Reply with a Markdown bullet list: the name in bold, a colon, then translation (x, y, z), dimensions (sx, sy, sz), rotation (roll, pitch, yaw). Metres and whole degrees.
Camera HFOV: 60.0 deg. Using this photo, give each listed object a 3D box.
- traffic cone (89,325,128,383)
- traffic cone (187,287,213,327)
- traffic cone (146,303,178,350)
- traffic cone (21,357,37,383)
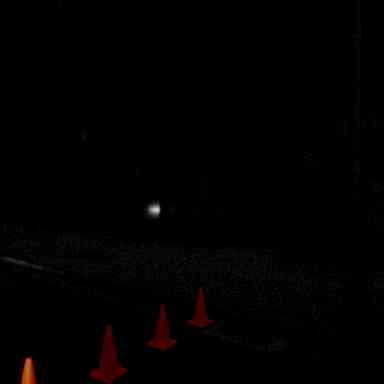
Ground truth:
- **traffic cone**: translation (-1.027, 1.935, 4.096), dimensions (0.340, 0.580, 0.340), rotation (1, 0, 36)
- **traffic cone**: translation (0.140, 1.941, 5.720), dimensions (0.340, 0.580, 0.340), rotation (1, 0, 36)
- **traffic cone**: translation (-0.443, 1.938, 4.907), dimensions (0.340, 0.580, 0.340), rotation (1, 0, 36)
- **traffic cone**: translation (-1.610, 1.932, 3.283), dimensions (0.340, 0.580, 0.340), rotation (1, 0, 36)
